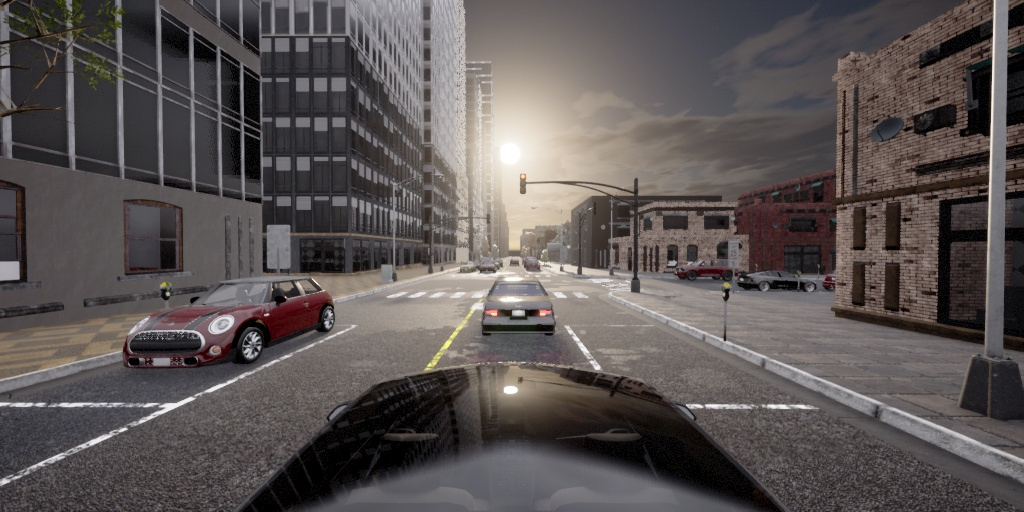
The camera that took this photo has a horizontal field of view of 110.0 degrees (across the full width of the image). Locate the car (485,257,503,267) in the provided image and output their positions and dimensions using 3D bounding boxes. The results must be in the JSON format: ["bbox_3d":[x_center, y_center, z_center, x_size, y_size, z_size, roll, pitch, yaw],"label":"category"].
[{"bbox_3d":[-2.773,1.285,53.733,2.033,1.411,5.357,0,0,0],"label":"car"}]

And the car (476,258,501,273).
[{"bbox_3d":[-2.834,1.287,43.590,2.033,1.411,5.357,0,0,0],"label":"car"}]

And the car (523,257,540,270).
[{"bbox_3d":[2.999,1.178,51.280,1.967,1.591,4.097,0,0,0],"label":"car"}]

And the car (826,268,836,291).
[{"bbox_3d":[22.087,1.473,22.427,4.097,1.591,1.967,0,0,1],"label":"car"}]

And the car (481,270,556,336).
[{"bbox_3d":[0.153,1.295,10.364,2.033,1.411,5.357,0,0,0],"label":"car"}]

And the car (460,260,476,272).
[{"bbox_3d":[-5.555,1.265,45.575,1.751,1.417,4.829,0,0,0],"label":"car"}]

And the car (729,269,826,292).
[{"bbox_3d":[16.540,1.546,22.533,4.313,1.339,1.948,0,0,1],"label":"car"}]

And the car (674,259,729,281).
[{"bbox_3d":[16.699,1.164,30.911,5.009,1.841,2.192,0,0,1],"label":"car"}]

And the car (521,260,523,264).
[{"bbox_3d":[3.070,1.051,62.568,2.192,1.841,5.009,0,0,0],"label":"car"}]

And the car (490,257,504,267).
[{"bbox_3d":[-2.665,1.088,63.953,2.097,1.767,4.553,0,0,1],"label":"car"}]

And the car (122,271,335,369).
[{"bbox_3d":[-5.656,1.188,7.797,1.967,1.591,4.097,0,0,0],"label":"car"}]
